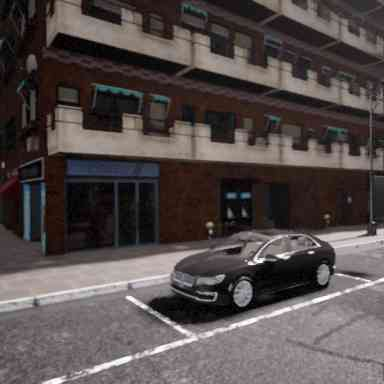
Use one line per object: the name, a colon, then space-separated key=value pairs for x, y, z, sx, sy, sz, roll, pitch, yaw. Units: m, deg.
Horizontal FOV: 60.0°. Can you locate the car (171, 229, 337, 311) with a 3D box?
car: x=1.581 y=1.571 z=7.693 sx=4.403 sy=1.369 sz=2.008 roll=0 pitch=-1 yaw=-35
